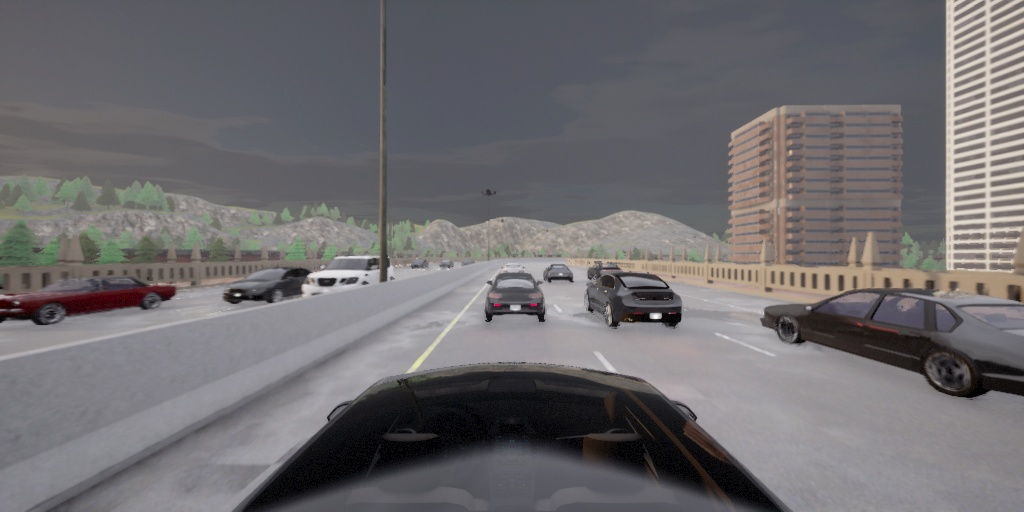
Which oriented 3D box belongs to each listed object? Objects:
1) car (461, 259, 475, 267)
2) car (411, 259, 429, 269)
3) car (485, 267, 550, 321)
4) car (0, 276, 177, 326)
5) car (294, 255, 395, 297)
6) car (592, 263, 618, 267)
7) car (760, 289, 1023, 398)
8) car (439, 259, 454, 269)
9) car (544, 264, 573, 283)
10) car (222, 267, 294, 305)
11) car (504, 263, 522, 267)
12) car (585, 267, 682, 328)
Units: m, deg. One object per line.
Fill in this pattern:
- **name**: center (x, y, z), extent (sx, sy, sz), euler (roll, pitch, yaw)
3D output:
- **car**: center (-7.070, 1.259, 58.269), extent (1.837, 1.490, 4.892), euler (0, 0, 0)
- **car**: center (-14.068, 1.258, 55.016), extent (1.837, 1.490, 4.892), euler (0, 0, 0)
- **car**: center (0.097, 1.276, 12.334), extent (1.812, 1.442, 4.674), euler (0, 0, 0)
- **car**: center (-14.102, 1.352, 11.821), extent (1.895, 1.301, 4.718), euler (0, 0, 0)
- **car**: center (-7.104, 0.973, 16.402), extent (2.150, 2.045, 5.566), euler (0, 0, 0)
- **car**: center (7.094, 1.243, 27.755), extent (2.128, 1.511, 4.902), euler (0, 0, 0)
- **car**: center (7.098, 1.298, 6.446), extent (2.033, 1.411, 5.357), euler (0, 0, 0)
- **car**: center (-10.565, 1.280, 58.262), extent (1.812, 1.442, 4.674), euler (0, 0, 1)
- **car**: center (3.594, 1.316, 28.393), extent (1.994, 1.385, 4.181), euler (0, 0, 0)
- **car**: center (-10.603, 1.256, 16.275), extent (1.837, 1.490, 4.892), euler (0, 0, 0)
- **car**: center (0.080, 1.278, 28.898), extent (1.812, 1.442, 4.674), euler (0, 0, 0)
- **car**: center (3.598, 1.256, 11.391), extent (1.837, 1.490, 4.892), euler (0, 0, 0)
